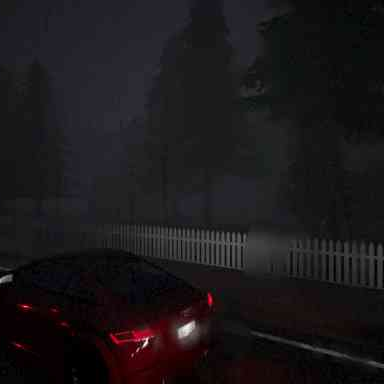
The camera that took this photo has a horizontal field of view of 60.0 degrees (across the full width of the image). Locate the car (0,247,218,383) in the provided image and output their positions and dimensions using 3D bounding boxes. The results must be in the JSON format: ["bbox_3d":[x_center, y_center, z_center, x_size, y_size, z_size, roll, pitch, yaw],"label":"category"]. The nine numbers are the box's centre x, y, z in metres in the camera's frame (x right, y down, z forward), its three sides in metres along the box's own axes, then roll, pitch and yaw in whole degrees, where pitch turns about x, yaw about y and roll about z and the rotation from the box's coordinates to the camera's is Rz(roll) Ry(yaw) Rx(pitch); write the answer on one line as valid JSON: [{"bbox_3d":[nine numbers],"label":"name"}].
[{"bbox_3d":[-1.709,1.564,4.996,4.181,1.385,1.994,0,0,35],"label":"car"}]
